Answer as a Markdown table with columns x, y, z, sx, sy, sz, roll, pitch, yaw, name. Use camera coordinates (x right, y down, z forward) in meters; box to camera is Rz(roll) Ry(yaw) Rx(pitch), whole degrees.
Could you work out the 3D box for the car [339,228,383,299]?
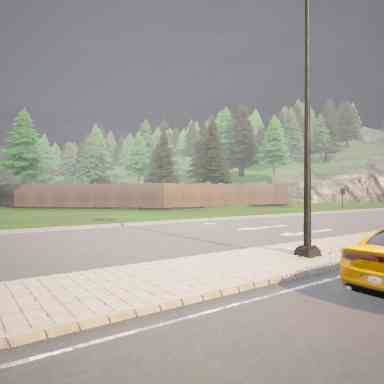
| x | y | z | sx | sy | sz | roll | pitch | yaw | name |
| --- | --- | --- | --- | --- | --- | --- | --- | --- | --- |
| 5.402 | 1.477 | 7.598 | 5.008 | 1.535 | 1.882 | 0 | 0 | -35 | car |
